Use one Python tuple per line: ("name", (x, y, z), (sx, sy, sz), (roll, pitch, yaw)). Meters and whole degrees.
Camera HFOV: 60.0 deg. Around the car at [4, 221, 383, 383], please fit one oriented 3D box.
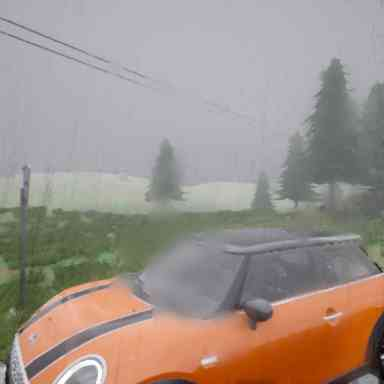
("car", (0.417, 1.274, 3.858), (4.553, 1.767, 2.097), (0, 1, -31))
